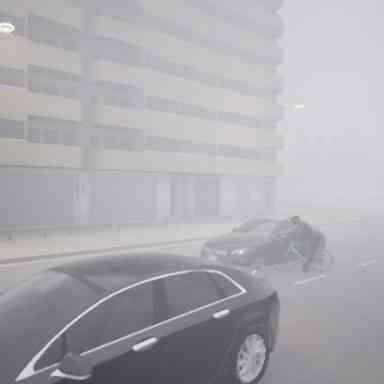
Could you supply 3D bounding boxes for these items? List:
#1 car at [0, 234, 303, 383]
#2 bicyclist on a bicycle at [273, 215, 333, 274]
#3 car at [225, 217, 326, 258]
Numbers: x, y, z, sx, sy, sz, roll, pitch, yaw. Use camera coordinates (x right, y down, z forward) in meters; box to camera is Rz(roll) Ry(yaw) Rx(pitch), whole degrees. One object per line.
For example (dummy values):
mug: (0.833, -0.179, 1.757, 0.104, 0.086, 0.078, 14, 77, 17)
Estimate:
car: (-0.951, 1.507, 3.512, 4.892, 1.490, 1.837, 0, 0, -43)
bicyclist on a bicycle: (3.057, 1.461, 9.267, 1.656, 1.620, 0.582, -2, 4, 9)
car: (2.389, 1.525, 10.368, 4.674, 1.442, 1.812, 0, 0, -38)
